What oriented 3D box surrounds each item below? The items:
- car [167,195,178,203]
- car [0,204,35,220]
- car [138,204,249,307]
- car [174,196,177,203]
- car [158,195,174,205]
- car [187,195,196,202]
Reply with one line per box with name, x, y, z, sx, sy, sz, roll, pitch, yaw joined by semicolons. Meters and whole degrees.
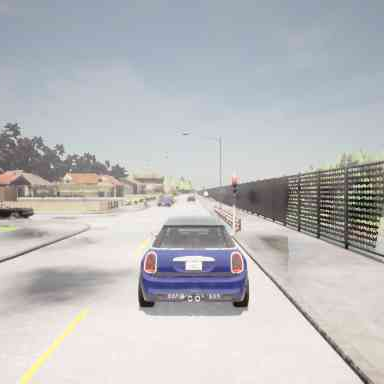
car;-4.133;1.478;71.005;1.882;1.535;5.008;0;0;0
car;-15.534;1.601;27.189;4.718;1.301;1.895;0;0;0
car;0.037;1.352;8.119;2.097;1.767;4.553;0;0;0
car;-4.183;1.547;60.742;2.033;1.411;5.357;0;0;0
car;-4.182;1.526;50.974;1.812;1.442;4.674;0;0;0
car;-0.142;1.524;76.319;1.812;1.442;4.674;0;0;0
